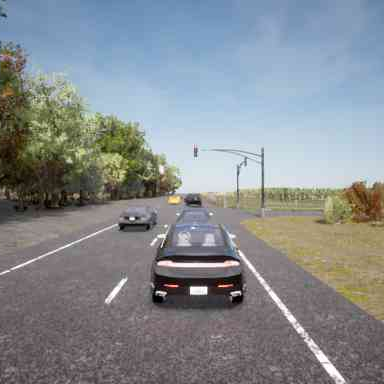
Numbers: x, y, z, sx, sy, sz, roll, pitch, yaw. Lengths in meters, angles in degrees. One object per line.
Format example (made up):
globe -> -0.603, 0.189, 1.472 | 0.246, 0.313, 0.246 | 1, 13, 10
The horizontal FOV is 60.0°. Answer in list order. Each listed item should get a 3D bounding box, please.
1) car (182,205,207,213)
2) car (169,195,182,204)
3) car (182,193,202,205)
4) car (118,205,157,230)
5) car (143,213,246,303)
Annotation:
car -> 0.136, 1.569, 17.101 | 1.994, 1.385, 4.181 | 0, 0, 0
car -> -3.260, 1.484, 63.511 | 1.882, 1.535, 5.008 | 0, 0, 0
car -> 0.225, 1.231, 50.924 | 2.150, 2.045, 5.566 | -1, 0, -6
car -> -3.354, 1.553, 21.240 | 2.033, 1.411, 5.357 | 0, 0, 0
car -> 0.118, 1.494, 8.184 | 2.128, 1.511, 4.902 | 0, 0, 0
